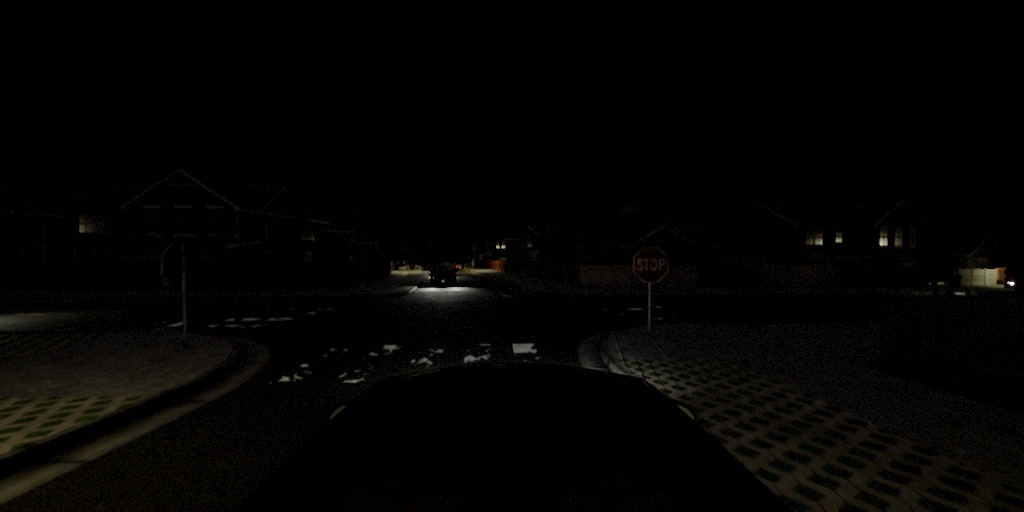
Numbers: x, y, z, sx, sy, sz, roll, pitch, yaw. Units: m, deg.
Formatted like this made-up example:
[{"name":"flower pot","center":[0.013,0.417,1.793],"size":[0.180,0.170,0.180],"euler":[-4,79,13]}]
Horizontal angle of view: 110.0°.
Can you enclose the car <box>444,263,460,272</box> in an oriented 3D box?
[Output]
[{"name":"car","center":[-9.523,1.710,56.230],"size":[1.895,1.301,4.718],"euler":[0,0,-17]}]

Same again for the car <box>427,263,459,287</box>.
[{"name":"car","center":[-5.087,1.452,26.746],"size":[1.812,1.442,4.674],"euler":[0,0,-10]}]

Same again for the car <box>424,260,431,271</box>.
[{"name":"car","center":[-13.499,1.567,59.811],"size":[2.097,1.767,4.553],"euler":[0,0,-17]}]

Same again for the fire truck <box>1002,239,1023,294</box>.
[{"name":"fire truck","center":[35.628,0.634,22.603],"size":[8.468,3.827,2.891],"euler":[1,1,-16]}]

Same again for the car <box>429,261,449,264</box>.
[{"name":"car","center":[-8.402,1.597,42.382],"size":[1.994,1.385,4.181],"euler":[0,0,-15]}]
